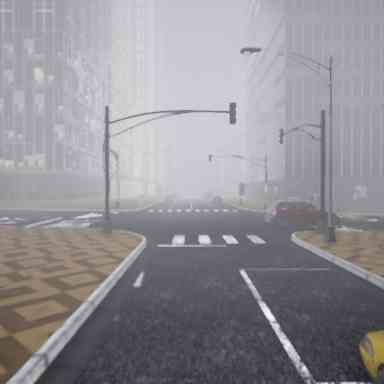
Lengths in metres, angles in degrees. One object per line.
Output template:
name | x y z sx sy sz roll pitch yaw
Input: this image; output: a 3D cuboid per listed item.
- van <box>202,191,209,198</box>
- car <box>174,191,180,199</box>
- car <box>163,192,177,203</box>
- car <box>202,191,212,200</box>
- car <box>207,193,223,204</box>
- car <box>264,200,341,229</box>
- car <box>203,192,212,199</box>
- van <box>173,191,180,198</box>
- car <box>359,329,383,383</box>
van | 3.643 0.672 91.148 1.690 1.788 3.998 0 0 0
car | -4.152 1.034 74.527 1.947 1.339 4.313 0 0 0
car | -4.067 1.181 57.944 1.802 1.307 4.206 0 0 0
car | 3.728 0.782 74.565 2.192 1.841 5.009 0 0 0
car | 3.891 1.205 52.459 1.947 1.339 4.313 0 0 0
car | 6.958 1.346 21.034 4.553 1.767 2.097 1 0 -3
car | 3.700 0.862 80.094 1.967 1.590 4.097 0 0 0
van | -4.237 0.674 91.107 1.690 1.788 3.998 0 0 0
car | 2.565 1.513 1.527 1.752 1.417 4.829 0 0 0
